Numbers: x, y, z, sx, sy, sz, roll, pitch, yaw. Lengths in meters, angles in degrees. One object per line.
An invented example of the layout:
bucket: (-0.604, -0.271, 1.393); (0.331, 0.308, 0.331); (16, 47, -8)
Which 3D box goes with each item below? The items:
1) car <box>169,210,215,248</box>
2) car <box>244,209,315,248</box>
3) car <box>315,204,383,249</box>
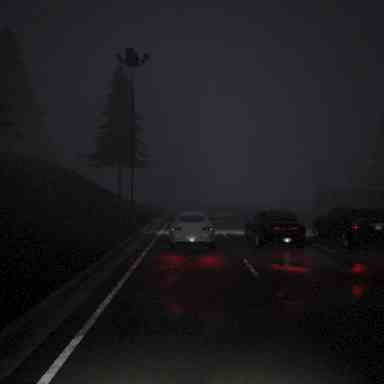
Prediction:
car: (0.000, 1.532, 14.647); (1.812, 1.442, 4.674); (0, 0, 0)
car: (3.500, 1.515, 14.647); (1.837, 1.490, 4.892); (0, 0, 0)
car: (7.000, 1.365, 14.617); (2.097, 1.767, 4.553); (0, 0, 0)
